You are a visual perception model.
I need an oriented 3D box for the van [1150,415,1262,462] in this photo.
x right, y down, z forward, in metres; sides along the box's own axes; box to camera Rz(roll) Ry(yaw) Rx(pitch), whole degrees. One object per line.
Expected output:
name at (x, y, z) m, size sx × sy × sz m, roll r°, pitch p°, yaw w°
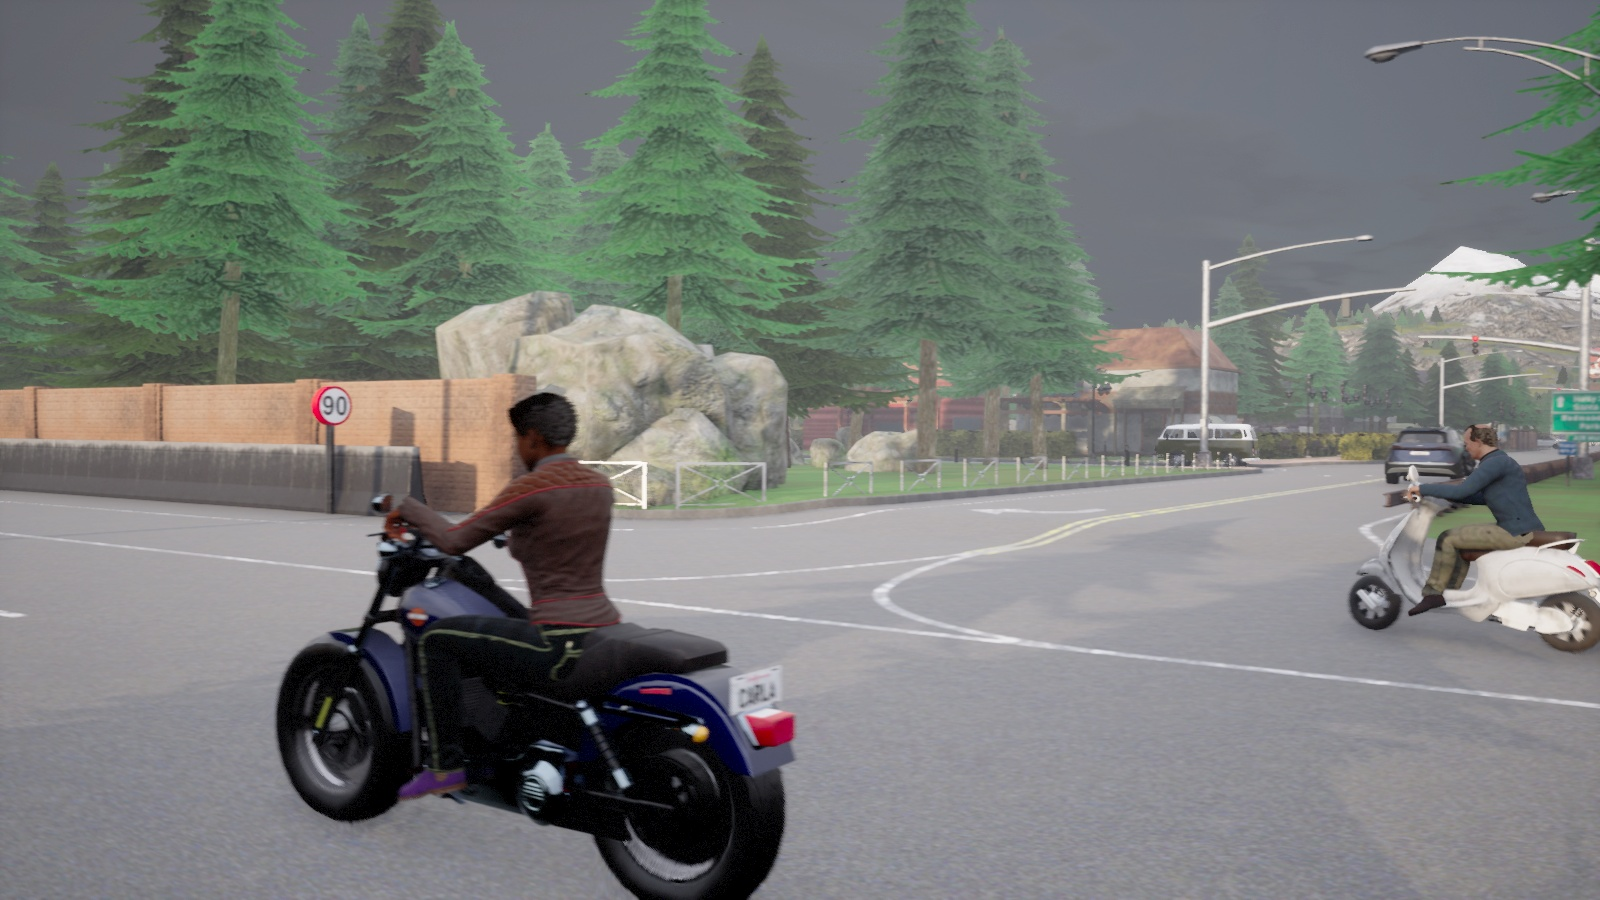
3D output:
van at (18.366, -0.515, 56.781) m, size 4.480 × 2.038 × 2.069 m, roll 0°, pitch 1°, yaw 30°

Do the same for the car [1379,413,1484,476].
car at (18.006, -0.185, 35.693) m, size 2.033 × 1.649 × 4.856 m, roll 0°, pitch 1°, yaw 34°

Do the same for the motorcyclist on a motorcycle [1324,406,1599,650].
motorcyclist on a motorcycle at (4.902, 0.516, 9.102) m, size 0.866 × 1.590 × 1.817 m, roll 2°, pitch -1°, yaw -44°

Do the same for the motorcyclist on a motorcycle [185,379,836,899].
motorcyclist on a motorcycle at (-1.084, 0.632, 4.343) m, size 2.350 × 1.649 × 0.766 m, roll 0°, pitch 1°, yaw 34°
